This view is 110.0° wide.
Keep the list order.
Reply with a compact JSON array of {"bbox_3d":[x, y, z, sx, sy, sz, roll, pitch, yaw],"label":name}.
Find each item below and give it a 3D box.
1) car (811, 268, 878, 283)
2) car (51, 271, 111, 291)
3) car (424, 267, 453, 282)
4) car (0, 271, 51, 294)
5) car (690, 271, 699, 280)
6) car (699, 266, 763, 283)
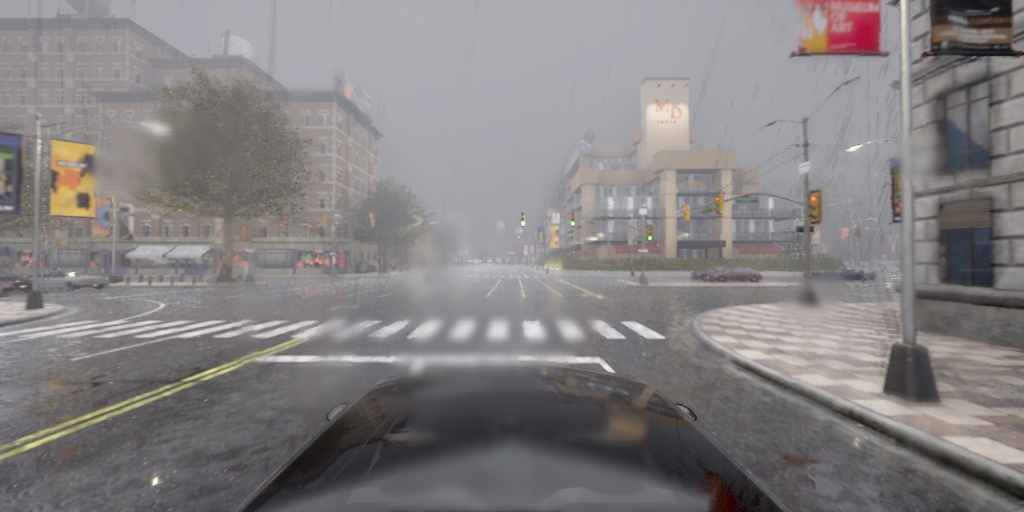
[{"bbox_3d":[29.323,1.748,31.916,4.718,1.301,1.895,0,-1,1],"label":"car"},{"bbox_3d":[-30.173,1.645,24.133,4.718,1.301,1.895,0,-1,0],"label":"car"},{"bbox_3d":[-6.981,1.752,34.272,1.895,1.301,4.718,0,-1,0],"label":"car"},{"bbox_3d":[-30.063,1.562,20.634,4.181,1.385,1.994,0,-1,0],"label":"car"},{"bbox_3d":[20.151,1.720,35.509,4.674,1.442,1.812,0,-1,1],"label":"car"},{"bbox_3d":[19.771,1.674,32.008,4.674,1.442,1.812,0,-1,0],"label":"car"}]
